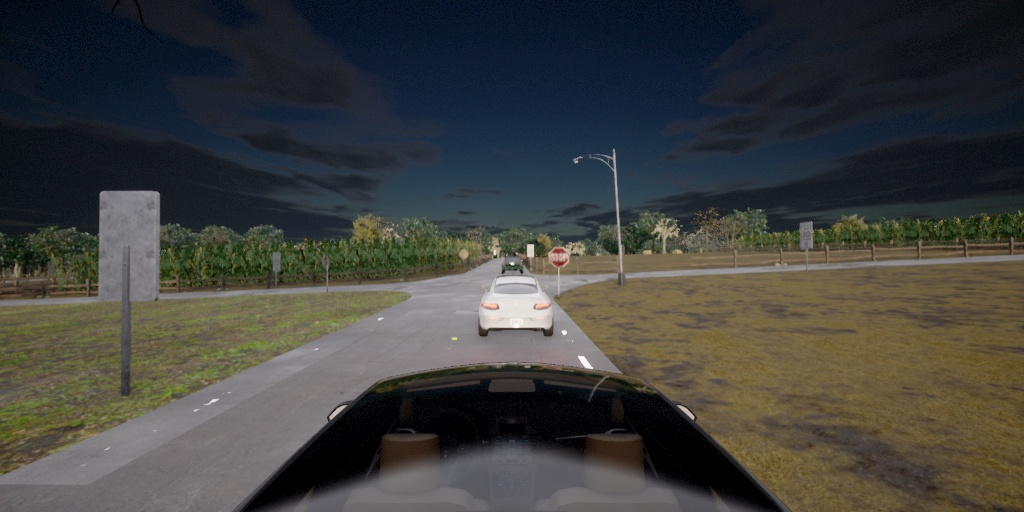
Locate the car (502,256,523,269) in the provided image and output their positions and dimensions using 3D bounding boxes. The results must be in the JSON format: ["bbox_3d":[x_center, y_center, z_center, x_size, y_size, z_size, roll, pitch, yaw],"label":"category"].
[{"bbox_3d":[0.029,0.789,37.471,2.097,1.767,4.553,0,1,-1],"label":"car"}]

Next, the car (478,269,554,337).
[{"bbox_3d":[0.089,1.263,10.166,1.812,1.442,4.674,0,0,0],"label":"car"}]
